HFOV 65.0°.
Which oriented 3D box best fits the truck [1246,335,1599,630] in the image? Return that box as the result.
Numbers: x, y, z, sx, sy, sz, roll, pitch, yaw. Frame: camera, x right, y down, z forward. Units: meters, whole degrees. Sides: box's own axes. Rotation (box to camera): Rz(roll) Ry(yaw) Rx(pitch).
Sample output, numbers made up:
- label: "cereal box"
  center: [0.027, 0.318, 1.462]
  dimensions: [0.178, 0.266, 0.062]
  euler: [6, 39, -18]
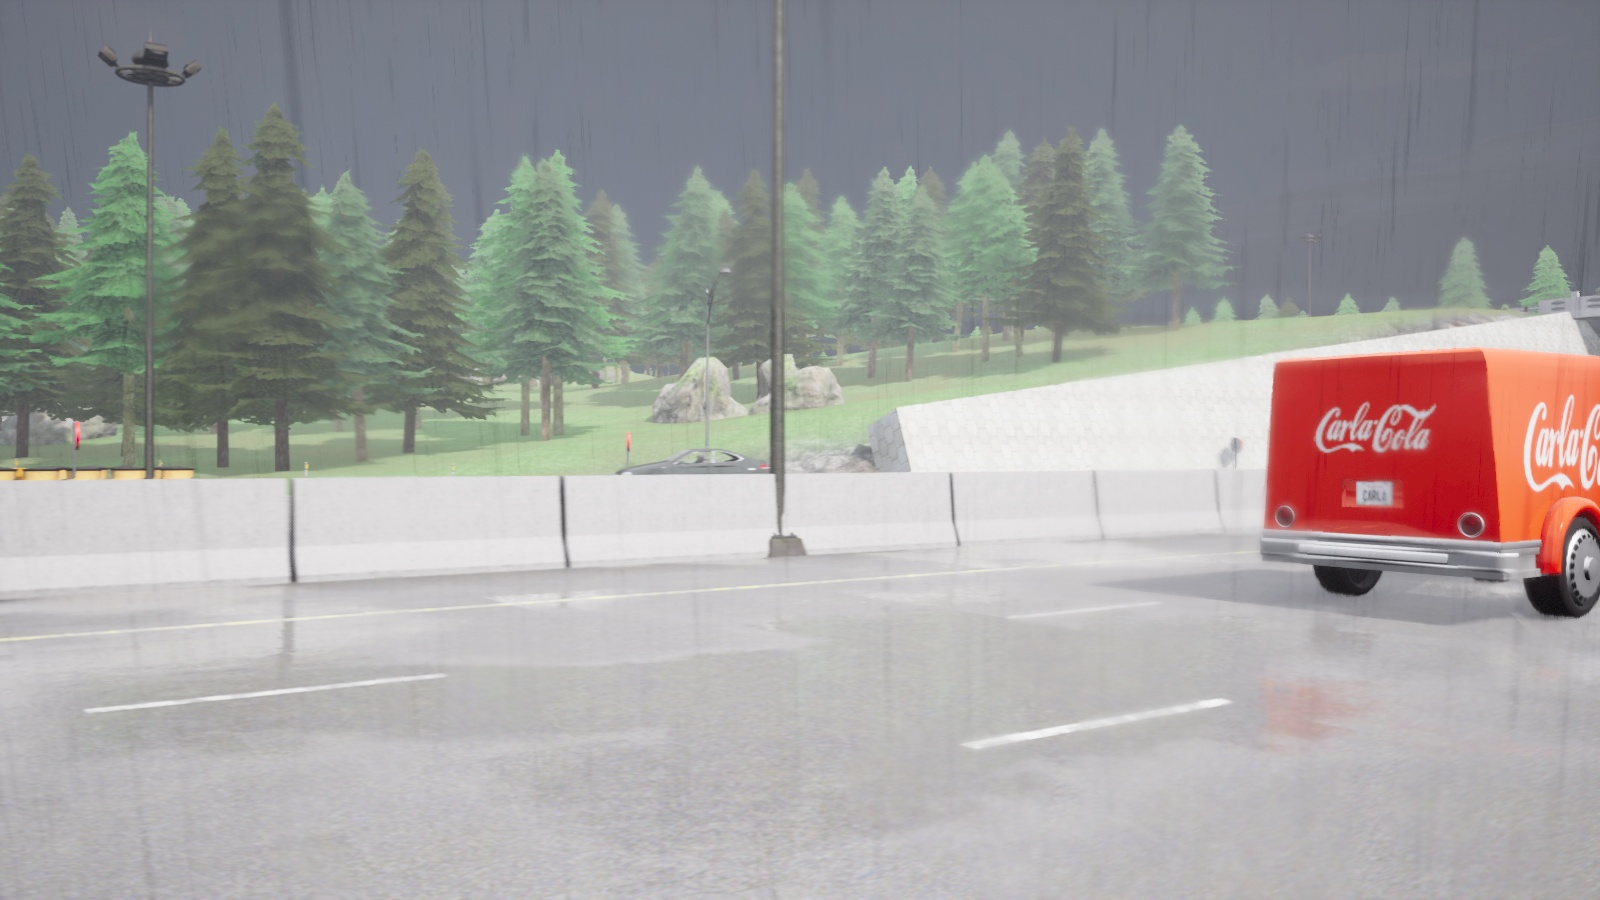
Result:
- label: "truck"
  center: [7.389, 0.274, 13.068]
  dimensions: [5.204, 2.467, 2.627]
  euler: [0, 0, -35]

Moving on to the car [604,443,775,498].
- label: "car"
  center: [-3.506, 0.627, 39.463]
  dimensions: [5.027, 1.651, 2.152]
  euler: [0, 0, -16]
